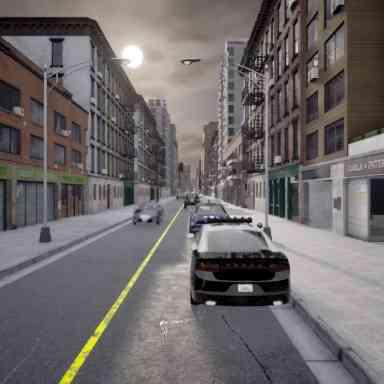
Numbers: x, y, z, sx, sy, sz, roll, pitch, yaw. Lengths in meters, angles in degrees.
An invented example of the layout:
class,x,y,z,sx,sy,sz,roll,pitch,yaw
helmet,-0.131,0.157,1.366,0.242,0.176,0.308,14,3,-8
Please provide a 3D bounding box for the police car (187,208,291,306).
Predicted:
class,x,y,z,sx,sy,sz,roll,pitch,yaw
police car,0.906,1.423,8.221,1.930,1.638,5.238,0,0,0

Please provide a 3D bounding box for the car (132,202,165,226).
class,x,y,z,sx,sy,sz,roll,pitch,yaw
car,-2.984,1.483,23.522,2.128,1.511,4.902,0,0,0

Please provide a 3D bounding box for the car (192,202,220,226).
class,x,y,z,sx,sy,sz,roll,pitch,yaw
car,0.918,1.518,24.111,1.812,1.442,4.674,0,0,0

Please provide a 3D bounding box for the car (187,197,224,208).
class,x,y,z,sx,sy,sz,roll,pitch,yaw
car,0.912,1.346,18.081,2.097,1.767,4.553,0,0,0

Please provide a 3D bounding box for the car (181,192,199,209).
class,x,y,z,sx,sy,sz,roll,pitch,yaw
car,0.036,1.191,45.202,2.150,2.045,5.566,0,0,0

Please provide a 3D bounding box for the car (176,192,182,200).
class,x,y,z,sx,sy,sz,roll,pitch,yaw
car,-2.937,1.094,86.429,2.150,2.045,5.566,0,0,0
